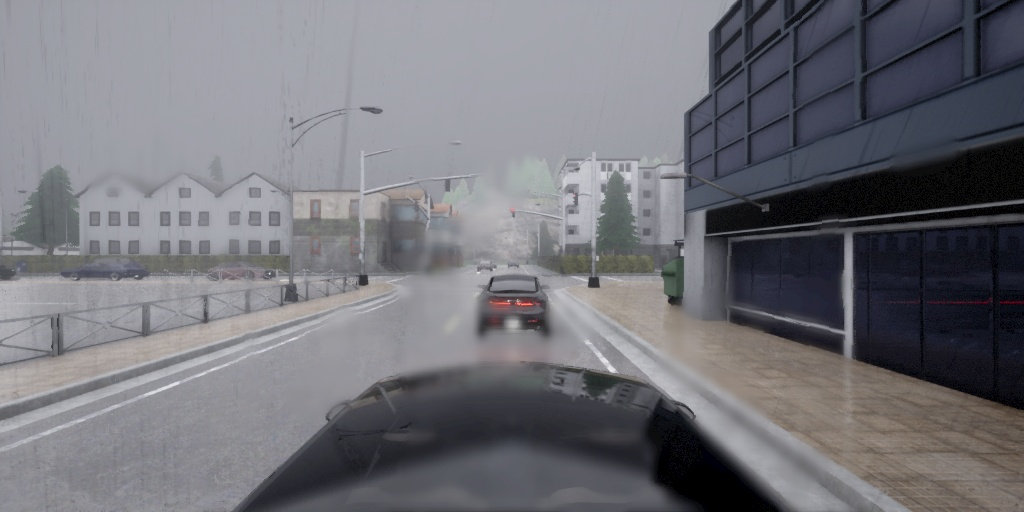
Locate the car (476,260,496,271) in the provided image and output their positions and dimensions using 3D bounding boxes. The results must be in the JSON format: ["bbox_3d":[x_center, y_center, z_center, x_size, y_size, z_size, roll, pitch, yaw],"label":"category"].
[{"bbox_3d":[-3.518,1.276,47.700,1.812,1.442,4.674,0,0,0],"label":"car"}]

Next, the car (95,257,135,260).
[{"bbox_3d":[-34.083,0.926,30.220,4.553,1.767,2.097,0,0,0],"label":"car"}]

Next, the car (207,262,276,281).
[{"bbox_3d":[-19.883,1.138,26.460,4.181,1.385,1.994,0,0,0],"label":"car"}]

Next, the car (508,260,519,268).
[{"bbox_3d":[0.199,1.351,60.949,1.895,1.301,4.718,0,0,-1],"label":"car"}]

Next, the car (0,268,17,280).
[{"bbox_3d":[-40.126,1.174,26.592,4.718,1.301,1.895,0,0,1],"label":"car"}]

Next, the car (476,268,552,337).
[{"bbox_3d":[0.070,1.255,10.298,1.837,1.490,4.892,0,0,1],"label":"car"}]

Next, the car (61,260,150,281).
[{"bbox_3d":[-29.904,1.174,26.509,4.718,1.301,1.895,0,0,0],"label":"car"}]
